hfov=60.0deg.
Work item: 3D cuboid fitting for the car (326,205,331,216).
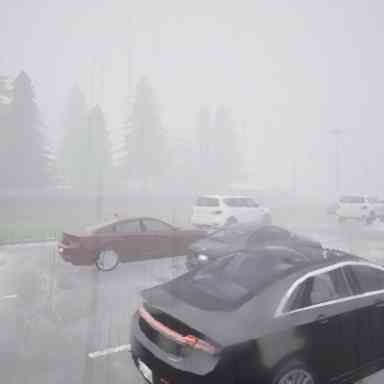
[{"bbox_3d":[14.336,1.550,31.354,1.994,1.385,4.181,0,0,44],"label":"car"}]

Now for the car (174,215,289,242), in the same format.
[{"bbox_3d":[1.856,1.561,9.292,4.181,1.385,1.994,0,0,-37],"label":"car"}]

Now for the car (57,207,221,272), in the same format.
[{"bbox_3d":[-1.690,1.475,10.849,5.008,1.535,1.882,0,1,-35],"label":"car"}]

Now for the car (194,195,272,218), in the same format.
[{"bbox_3d":[2.371,1.212,18.940,2.150,2.045,5.566,0,0,44],"label":"car"}]

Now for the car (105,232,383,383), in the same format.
[{"bbox_3d":[1.608,1.488,4.459,4.902,1.511,2.128,0,0,-32],"label":"car"}]

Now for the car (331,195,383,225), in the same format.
[{"bbox_3d":[12.525,1.209,24.398,2.150,2.045,5.566,0,0,44],"label":"car"}]
